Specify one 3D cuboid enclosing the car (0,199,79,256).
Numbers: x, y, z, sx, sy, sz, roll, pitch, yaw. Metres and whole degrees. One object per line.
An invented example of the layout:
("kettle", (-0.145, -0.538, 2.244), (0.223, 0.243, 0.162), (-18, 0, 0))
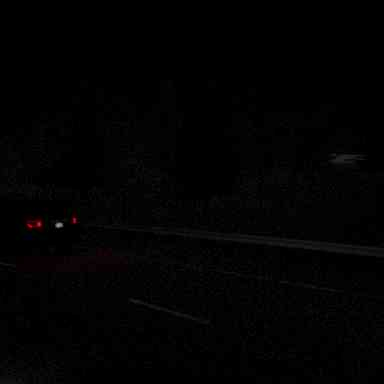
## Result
("car", (-6.974, 1.300, 13.775), (5.566, 2.045, 2.150), (0, -1, 38))
